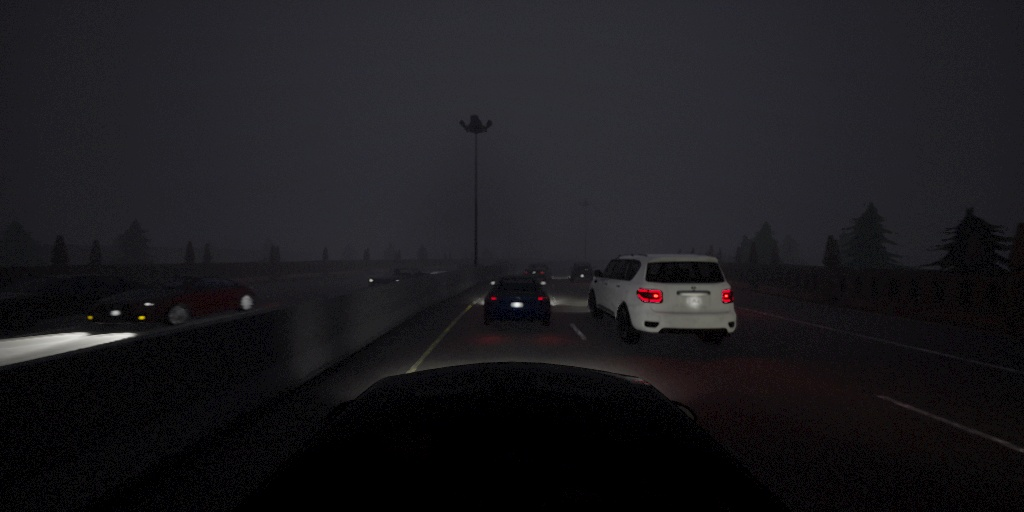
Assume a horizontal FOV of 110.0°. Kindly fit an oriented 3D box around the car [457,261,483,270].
[{"bbox_3d":[-5.949,1.352,50.995,1.895,1.301,4.718,0,0,23],"label":"car"}]

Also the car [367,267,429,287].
[{"bbox_3d":[-6.418,1.351,20.780,1.895,1.301,4.718,0,0,6],"label":"car"}]

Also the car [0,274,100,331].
[{"bbox_3d":[-14.007,1.297,11.304,2.033,1.411,5.357,0,0,1],"label":"car"}]

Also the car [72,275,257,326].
[{"bbox_3d":[-10.429,1.314,11.465,1.994,1.385,4.181,0,0,2],"label":"car"}]

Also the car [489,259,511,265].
[{"bbox_3d":[-1.706,1.255,52.013,1.837,1.490,4.892,0,0,24],"label":"car"}]

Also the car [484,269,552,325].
[{"bbox_3d":[0.205,1.315,11.890,1.994,1.385,4.181,0,0,2],"label":"car"}]

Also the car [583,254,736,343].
[{"bbox_3d":[3.631,0.972,9.787,2.150,2.045,5.566,0,0,1],"label":"car"}]

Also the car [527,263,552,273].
[{"bbox_3d":[2.204,1.298,29.615,2.033,1.411,5.357,0,0,12],"label":"car"}]

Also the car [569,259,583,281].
[{"bbox_3d":[5.850,1.256,29.628,1.837,1.490,4.892,0,0,12],"label":"car"}]
